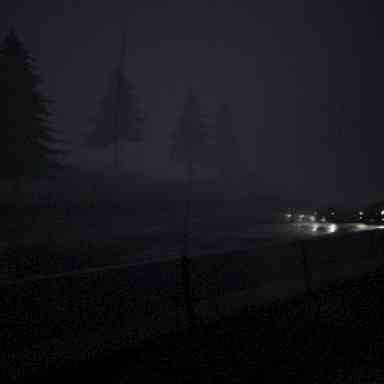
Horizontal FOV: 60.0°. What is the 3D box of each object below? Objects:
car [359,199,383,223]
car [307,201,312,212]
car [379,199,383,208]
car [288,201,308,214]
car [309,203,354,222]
[{"bbox_3d":[15.110,1.574,26.762,2.097,1.767,4.553,-1,-1,43],"label":"car"},{"bbox_3d":[14.851,1.896,36.922,1.994,1.385,4.181,-1,-1,40],"label":"car"},{"bbox_3d":[34.513,2.012,59.595,1.812,1.442,4.674,-1,-1,28],"label":"car"},{"bbox_3d":[13.461,1.882,40.713,1.837,1.490,4.892,-1,-1,40],"label":"car"},{"bbox_3d":[12.310,1.858,28.836,1.895,1.301,4.718,-1,-1,44],"label":"car"}]
